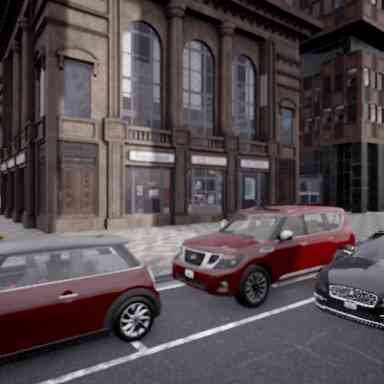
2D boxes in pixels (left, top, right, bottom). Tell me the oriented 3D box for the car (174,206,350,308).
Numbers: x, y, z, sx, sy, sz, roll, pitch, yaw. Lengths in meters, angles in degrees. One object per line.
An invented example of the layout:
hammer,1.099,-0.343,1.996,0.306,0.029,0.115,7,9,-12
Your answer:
car,1.994,1.294,8.066,5.009,1.841,2.192,0,0,-36

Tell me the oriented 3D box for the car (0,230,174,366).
car,-2.566,1.438,4.814,4.097,1.590,1.967,0,0,-36

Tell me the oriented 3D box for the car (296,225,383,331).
car,4.405,1.480,6.521,4.892,1.490,1.837,0,0,-36
